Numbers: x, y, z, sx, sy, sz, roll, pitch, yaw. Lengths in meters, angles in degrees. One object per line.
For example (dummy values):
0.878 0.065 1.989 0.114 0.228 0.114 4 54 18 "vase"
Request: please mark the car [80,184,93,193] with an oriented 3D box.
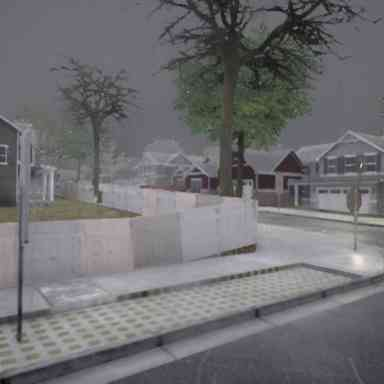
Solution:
-15.146 -0.438 48.945 2.128 1.511 4.902 1 2 -34 "car"
